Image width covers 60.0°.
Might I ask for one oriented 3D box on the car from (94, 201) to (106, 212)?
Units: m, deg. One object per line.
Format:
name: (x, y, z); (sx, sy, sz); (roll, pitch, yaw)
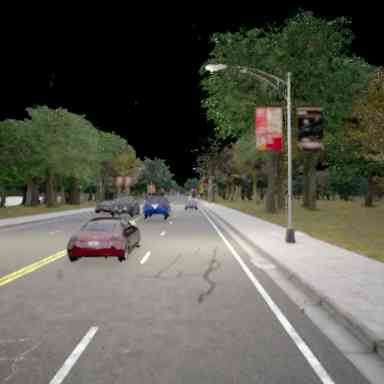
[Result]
car: (-9.971, 1.819, 39.306); (2.033, 1.411, 5.357); (0, 0, 0)

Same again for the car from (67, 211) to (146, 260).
car: (-3.161, 1.640, 12.684); (1.994, 1.385, 4.181); (0, 0, 0)

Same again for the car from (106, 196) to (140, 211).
car: (-6.693, 1.449, 33.727); (2.150, 2.045, 5.566); (0, 0, 0)

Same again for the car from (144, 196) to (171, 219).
car: (-3.232, 1.433, 31.606); (2.150, 2.045, 5.566); (0, 0, 0)

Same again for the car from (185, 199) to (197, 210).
car: (-0.114, 1.907, 49.700); (2.033, 1.411, 5.357); (0, -1, -1)

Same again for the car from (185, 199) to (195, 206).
car: (-0.446, 2.116, 70.720); (1.994, 1.385, 4.181); (0, -1, -1)

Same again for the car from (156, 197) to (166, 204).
car: (-7.002, 1.911, 74.932); (1.994, 1.385, 4.181); (0, -1, -1)
